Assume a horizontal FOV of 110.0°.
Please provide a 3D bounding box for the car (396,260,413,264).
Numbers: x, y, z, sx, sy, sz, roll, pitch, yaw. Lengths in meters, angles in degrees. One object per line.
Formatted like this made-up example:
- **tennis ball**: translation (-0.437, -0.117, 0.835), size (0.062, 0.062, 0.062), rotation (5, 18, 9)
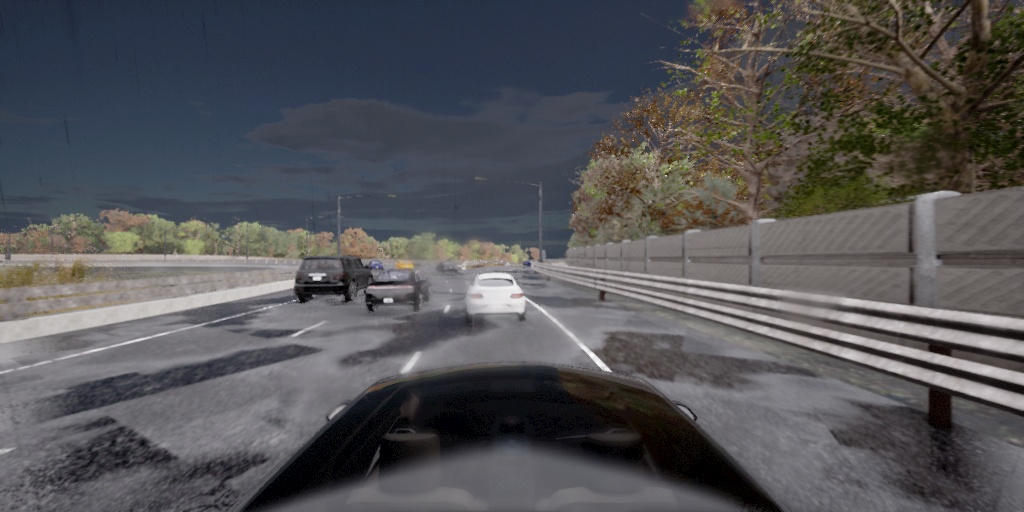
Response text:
- **car**: translation (-15.077, 1.281, 50.036), size (1.882, 1.535, 5.008), rotation (0, 0, -26)

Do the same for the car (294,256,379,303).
- **car**: translation (-8.240, 1.002, 17.094), size (2.150, 2.045, 5.566), rotation (0, 0, -9)

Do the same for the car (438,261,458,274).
- **car**: translation (-7.674, 1.324, 42.018), size (2.033, 1.411, 5.357), rotation (0, 0, -21)

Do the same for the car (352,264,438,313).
- **car**: translation (-4.353, 1.257, 14.244), size (2.128, 1.511, 4.902), rotation (0, 0, -7)

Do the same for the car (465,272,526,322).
- **car**: translation (-0.616, 1.277, 12.263), size (1.812, 1.442, 4.674), rotation (0, 0, -5)

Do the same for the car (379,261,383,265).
- **car**: translation (-19.405, 1.346, 50.808), size (1.812, 1.442, 4.674), rotation (0, 0, -27)
